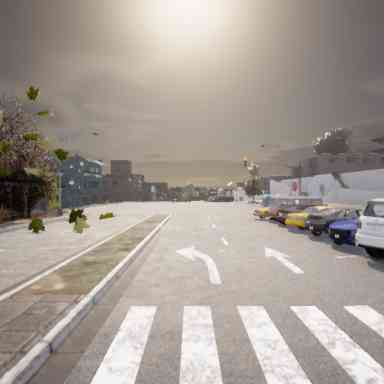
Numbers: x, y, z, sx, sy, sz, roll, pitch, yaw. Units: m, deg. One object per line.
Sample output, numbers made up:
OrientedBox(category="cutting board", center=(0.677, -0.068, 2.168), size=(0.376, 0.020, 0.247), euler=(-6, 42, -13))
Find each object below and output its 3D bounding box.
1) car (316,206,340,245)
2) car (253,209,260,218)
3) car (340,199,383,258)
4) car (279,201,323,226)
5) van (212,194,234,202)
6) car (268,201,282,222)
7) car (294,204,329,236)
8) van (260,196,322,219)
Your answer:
OrientedBox(category="car", center=(8.076, 1.510, 13.978), size=(5.008, 1.535, 2.097), euler=(1, 0, -20))
OrientedBox(category="car", center=(7.898, 1.572, 28.826), size=(5.366, 1.575, 1.946), euler=(1, 0, -20))
OrientedBox(category="car", center=(8.099, 1.250, 11.014), size=(5.566, 2.045, 2.435), euler=(1, 0, -20))
OrientedBox(category="car", center=(8.244, 1.534, 20.010), size=(5.366, 1.575, 1.946), euler=(1, -1, -20))
OrientedBox(category="van", center=(7.965, 1.541, 81.136), size=(4.442, 1.987, 1.878), euler=(1, -1, -20))
OrientedBox(category="car", center=(8.096, 1.578, 22.940), size=(4.792, 1.488, 2.163), euler=(1, -1, -20))
OrientedBox(category="car", center=(8.064, 1.523, 16.963), size=(4.892, 1.521, 2.231), euler=(1, -1, -20))
OrientedBox(category="van", center=(7.964, 1.335, 25.868), size=(4.442, 1.987, 1.878), euler=(1, 0, -20))
